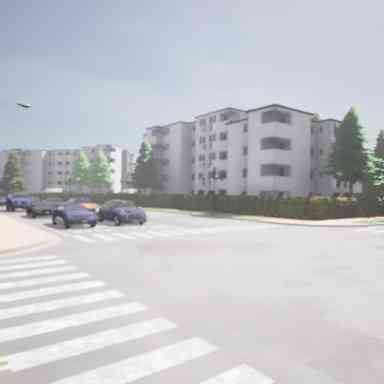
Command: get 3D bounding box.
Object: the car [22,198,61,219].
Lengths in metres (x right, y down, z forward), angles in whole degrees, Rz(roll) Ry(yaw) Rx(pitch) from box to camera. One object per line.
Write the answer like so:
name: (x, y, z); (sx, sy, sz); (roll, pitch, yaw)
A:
car: (-13.011, 1.500, 28.828); (1.994, 1.385, 4.181); (1, 0, -36)

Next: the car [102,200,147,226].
car: (-5.052, 1.373, 23.991); (2.097, 1.767, 4.553); (1, 0, -37)

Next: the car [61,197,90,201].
car: (-10.372, 1.331, 31.130); (2.097, 1.767, 4.553); (1, 0, -37)

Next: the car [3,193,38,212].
car: (-19.236, 1.108, 37.182); (2.150, 2.045, 5.566); (1, 0, -37)

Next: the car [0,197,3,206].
car: (-27.203, 1.369, 47.466); (2.033, 1.411, 5.357); (1, 0, -41)

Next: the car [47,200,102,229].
car: (-7.803, 1.503, 21.818); (1.812, 1.442, 4.674); (1, 0, -37)
